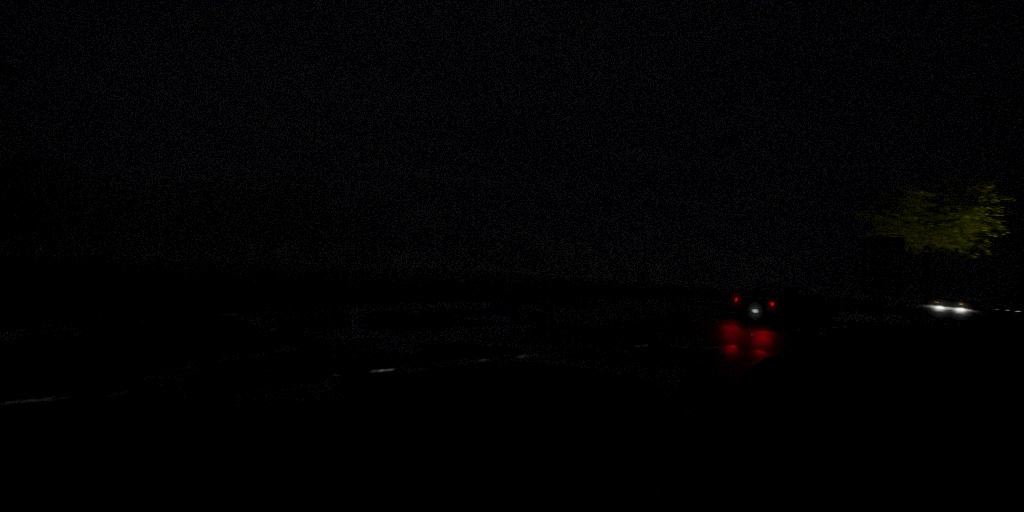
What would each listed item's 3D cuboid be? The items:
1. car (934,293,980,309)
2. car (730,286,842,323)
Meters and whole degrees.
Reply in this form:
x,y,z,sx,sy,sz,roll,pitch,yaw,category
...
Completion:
x,y,z,sx,sy,sz,roll,pitch,yaw,category
40.795,4.066,32.856,4.181,1.385,1.994,5,-1,-26,car
11.206,1.895,14.577,4.718,1.301,1.895,3,0,-26,car
